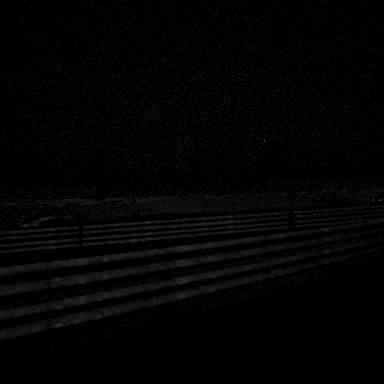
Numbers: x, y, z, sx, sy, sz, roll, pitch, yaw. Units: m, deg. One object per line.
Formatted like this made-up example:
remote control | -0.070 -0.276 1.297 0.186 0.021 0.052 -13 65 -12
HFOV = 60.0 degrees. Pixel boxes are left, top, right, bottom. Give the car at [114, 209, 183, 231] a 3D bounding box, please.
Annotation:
car | -2.916 1.838 23.103 4.718 1.301 1.895 -2 1 -19

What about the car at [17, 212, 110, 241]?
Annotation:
car | -6.874 1.987 18.007 4.674 1.442 1.812 -2 1 -19

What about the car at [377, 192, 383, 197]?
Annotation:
car | 19.062 0.693 30.807 4.553 1.767 2.097 -2 1 -19

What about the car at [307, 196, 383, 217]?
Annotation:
car | 10.936 1.278 24.250 5.357 1.411 2.033 -2 1 -19

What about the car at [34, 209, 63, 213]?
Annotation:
car | -10.038 1.996 24.315 4.674 1.442 1.812 -2 1 -19

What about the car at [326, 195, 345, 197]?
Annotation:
car | 14.557 0.989 32.938 4.674 1.442 1.812 -2 1 -19
